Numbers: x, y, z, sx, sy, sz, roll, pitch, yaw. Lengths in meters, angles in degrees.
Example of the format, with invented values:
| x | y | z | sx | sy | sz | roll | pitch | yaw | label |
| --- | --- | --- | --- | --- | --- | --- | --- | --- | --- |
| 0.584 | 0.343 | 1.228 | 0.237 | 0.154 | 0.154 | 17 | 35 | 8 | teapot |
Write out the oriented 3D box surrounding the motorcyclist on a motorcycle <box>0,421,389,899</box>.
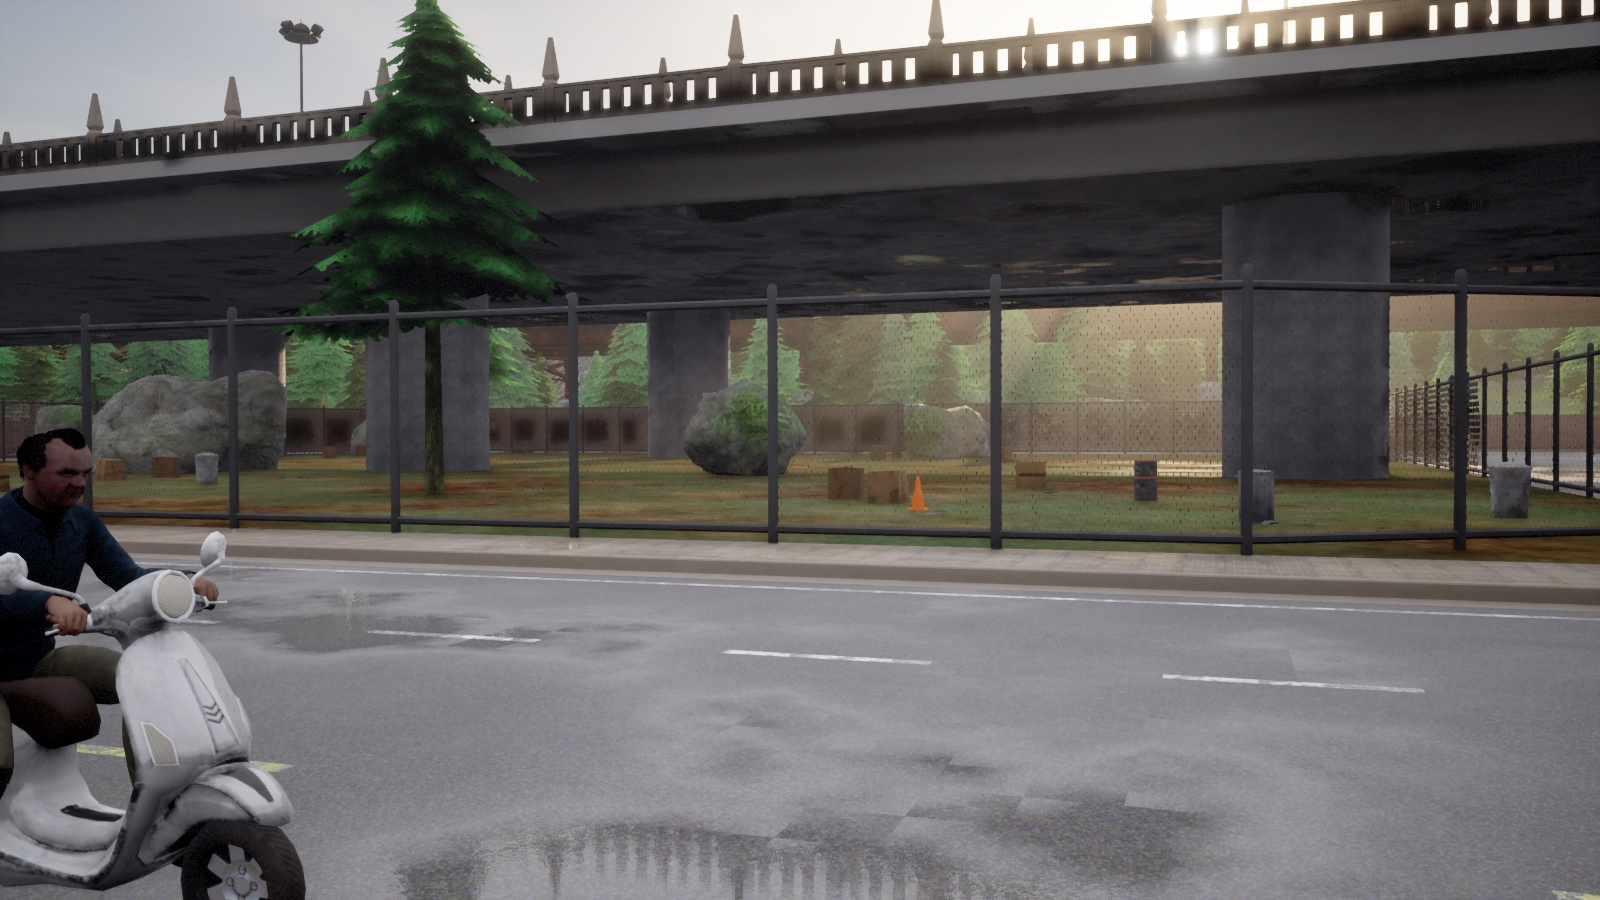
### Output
| x | y | z | sx | sy | sz | roll | pitch | yaw | label |
| --- | --- | --- | --- | --- | --- | --- | --- | --- | --- |
| -2.341 | 0.707 | 3.980 | 1.817 | 1.590 | 0.866 | 1 | 1 | 19 | motorcyclist on a motorcycle |
